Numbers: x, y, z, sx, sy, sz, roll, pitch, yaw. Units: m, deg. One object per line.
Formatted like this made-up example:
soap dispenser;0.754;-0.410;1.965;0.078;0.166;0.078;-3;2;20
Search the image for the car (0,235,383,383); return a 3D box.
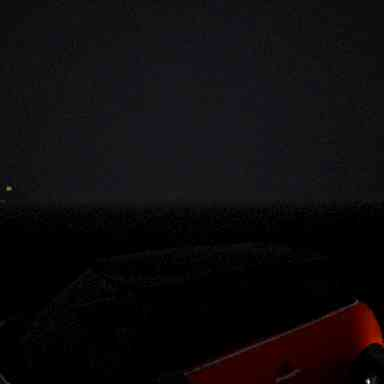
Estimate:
car;-0.338;1.352;2.832;4.553;1.767;2.097;0;0;-36
